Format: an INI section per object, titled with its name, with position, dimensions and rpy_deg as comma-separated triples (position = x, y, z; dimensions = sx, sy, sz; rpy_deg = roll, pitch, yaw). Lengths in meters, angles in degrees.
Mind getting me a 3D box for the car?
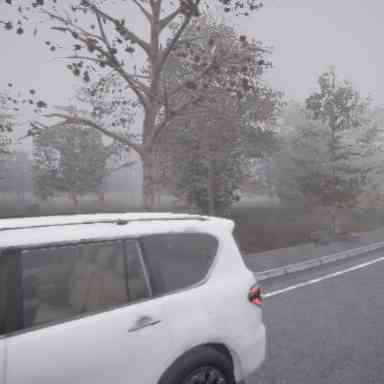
[car]
position = -1.790, 1.252, 2.741
dimensions = 5.566, 2.045, 2.150
rpy_deg = 0, 0, -37
